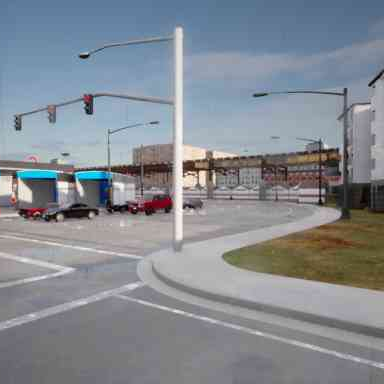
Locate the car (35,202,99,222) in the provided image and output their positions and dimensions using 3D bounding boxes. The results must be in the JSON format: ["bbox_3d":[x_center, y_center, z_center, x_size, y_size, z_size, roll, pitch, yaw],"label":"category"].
[{"bbox_3d":[-9.603,1.526,26.509,1.812,1.442,4.674,0,0,36],"label":"car"}]

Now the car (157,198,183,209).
[{"bbox_3d":[-2.952,1.547,46.053,2.033,1.411,5.357,0,0,15],"label":"car"}]

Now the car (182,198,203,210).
[{"bbox_3d":[0.122,1.547,44.123,2.033,1.411,5.357,0,0,16],"label":"car"}]

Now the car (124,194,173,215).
[{"bbox_3d":[-4.135,1.221,34.443,2.150,2.045,5.566,0,0,30],"label":"car"}]

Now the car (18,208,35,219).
[{"bbox_3d":[-12.305,1.601,28.693,1.895,1.301,4.718,0,0,37],"label":"car"}]

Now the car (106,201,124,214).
[{"bbox_3d":[-7.115,1.601,36.248,1.895,1.301,4.718,0,0,30],"label":"car"}]
